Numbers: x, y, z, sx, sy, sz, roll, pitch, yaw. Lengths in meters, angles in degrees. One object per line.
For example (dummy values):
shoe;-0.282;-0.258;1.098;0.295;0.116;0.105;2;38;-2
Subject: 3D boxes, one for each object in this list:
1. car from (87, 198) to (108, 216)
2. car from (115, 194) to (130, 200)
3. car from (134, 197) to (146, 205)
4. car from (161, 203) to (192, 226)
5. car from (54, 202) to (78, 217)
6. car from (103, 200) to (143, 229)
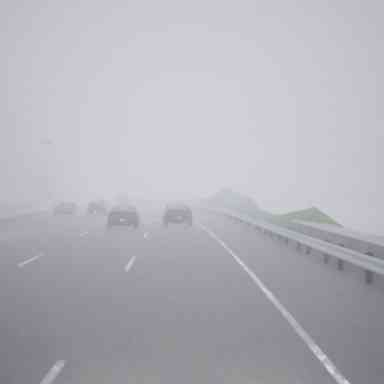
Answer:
car;-9.868;1.649;34.766;1.837;1.490;4.892;0;0;-11
car;-12.582;1.413;60.401;2.150;2.045;5.566;0;0;-19
car;-10.029;1.652;63.289;2.128;1.511;4.902;0;0;-19
car;-1.151;1.505;23.775;1.882;1.535;5.008;0;0;-7
car;-13.015;1.732;34.493;2.033;1.411;5.357;-1;0;-13
car;-4.525;1.547;22.441;1.882;1.535;5.008;0;0;-7
